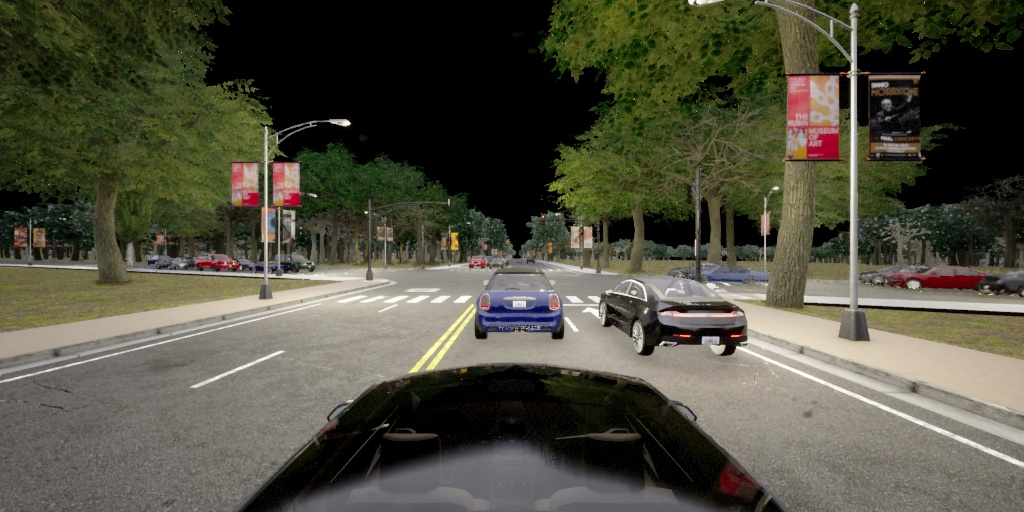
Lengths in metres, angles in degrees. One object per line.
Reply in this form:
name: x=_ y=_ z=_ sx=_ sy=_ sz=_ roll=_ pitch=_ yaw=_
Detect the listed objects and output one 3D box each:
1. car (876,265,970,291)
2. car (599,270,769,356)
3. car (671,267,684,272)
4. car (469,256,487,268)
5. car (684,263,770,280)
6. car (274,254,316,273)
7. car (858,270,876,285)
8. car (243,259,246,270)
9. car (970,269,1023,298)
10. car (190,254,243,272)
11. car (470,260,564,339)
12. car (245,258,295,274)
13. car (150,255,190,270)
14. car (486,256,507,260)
car: x=26.650 y=1.393 z=22.312 sx=5.008 sy=1.535 sz=1.882 roll=0 pitch=0 yaw=24
car: x=3.434 y=1.242 z=8.602 sx=2.128 sy=1.511 sz=4.902 roll=0 pitch=0 yaw=0
car: x=16.005 y=1.334 z=30.634 sx=4.902 sy=1.511 sz=2.128 roll=0 pitch=0 yaw=24
car: x=-5.587 y=0.979 z=58.009 sx=2.150 sy=2.045 sz=5.566 roll=0 pitch=0 yaw=1
car: x=16.168 y=1.398 z=26.977 sx=5.357 sy=1.411 sz=2.033 roll=0 pitch=0 yaw=24
car: x=-25.511 y=0.840 z=41.870 sx=5.566 sy=2.045 sz=2.150 roll=0 pitch=0 yaw=24
car: x=27.632 y=1.405 z=25.428 sx=4.902 sy=1.511 sz=2.128 roll=0 pitch=0 yaw=25
car: x=-34.670 y=1.074 z=45.965 sx=4.892 sy=1.490 sz=1.837 roll=0 pitch=0 yaw=24
car: x=27.533 y=1.435 z=18.149 sx=4.892 sy=1.490 sz=1.837 roll=0 pitch=0 yaw=24
car: x=-35.070 y=0.796 z=42.575 sx=5.566 sy=2.045 sz=2.150 roll=0 pitch=0 yaw=24
car: x=0.199 y=1.102 z=10.192 sx=2.097 sy=1.767 sz=4.553 roll=0 pitch=0 yaw=1
car: x=-26.006 y=1.225 z=38.514 sx=4.718 sy=1.301 sz=1.895 roll=0 pitch=0 yaw=27
car: x=-44.261 y=1.020 z=46.700 sx=4.902 sy=1.511 sz=2.128 roll=0 pitch=0 yaw=24
car: x=-2.359 y=1.109 z=55.939 sx=2.097 sy=1.767 sz=4.553 roll=0 pitch=0 yaw=1
